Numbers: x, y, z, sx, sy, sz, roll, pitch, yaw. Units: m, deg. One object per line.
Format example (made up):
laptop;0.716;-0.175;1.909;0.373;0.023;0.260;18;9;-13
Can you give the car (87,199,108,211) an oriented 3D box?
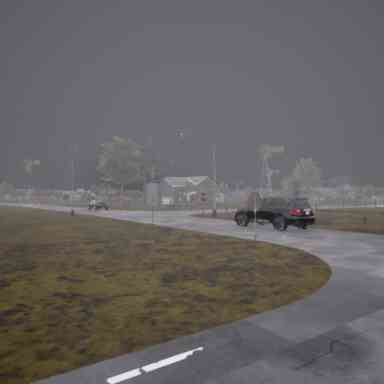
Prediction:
car;-13.487;1.844;47.368;1.837;1.490;4.892;0;0;-35

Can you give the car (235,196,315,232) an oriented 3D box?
car;5.138;1.298;21.289;2.150;2.045;5.566;0;0;-33
